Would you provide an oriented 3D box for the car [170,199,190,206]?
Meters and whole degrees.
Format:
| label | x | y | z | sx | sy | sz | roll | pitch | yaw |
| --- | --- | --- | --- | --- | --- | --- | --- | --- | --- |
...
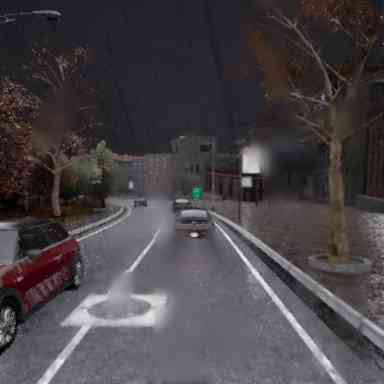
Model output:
| label | x | y | z | sx | sy | sz | roll | pitch | yaw |
| --- | --- | --- | --- | --- | --- | --- | --- | --- | --- |
| car | -1.169 | 1.403 | 34.115 | 1.882 | 1.535 | 5.008 | -1 | 0 | -7 |

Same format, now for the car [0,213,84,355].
| label | x | y | z | sx | sy | sz | roll | pitch | yaw |
| --- | --- | --- | --- | --- | --- | --- | --- | --- | --- |
| car | -3.616 | 1.342 | 6.002 | 2.097 | 1.767 | 4.553 | 0 | 0 | 0 |

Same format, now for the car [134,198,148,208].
| label | x | y | z | sx | sy | sz | roll | pitch | yaw |
| --- | --- | --- | --- | --- | --- | --- | --- | --- | --- |
| car | -7.554 | 1.540 | 48.831 | 2.033 | 1.411 | 5.357 | -1 | 0 | -13 |

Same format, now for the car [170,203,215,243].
| label | x | y | z | sx | sy | sz | roll | pitch | yaw |
| --- | --- | --- | --- | --- | --- | --- | --- | --- | --- |
| car | 0.061 | 1.477 | 15.848 | 1.837 | 1.490 | 4.892 | 0 | 0 | -1 |
